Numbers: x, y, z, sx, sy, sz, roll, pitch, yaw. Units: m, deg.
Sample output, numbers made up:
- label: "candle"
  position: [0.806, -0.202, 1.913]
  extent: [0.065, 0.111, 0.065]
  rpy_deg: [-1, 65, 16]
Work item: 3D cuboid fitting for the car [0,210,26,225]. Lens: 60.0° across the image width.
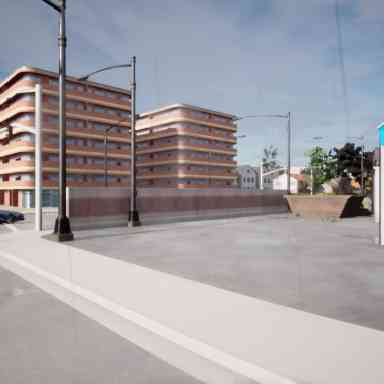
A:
- label: "car"
  position: [-14.222, 1.537, 22.290]
  extent: [5.357, 1.411, 2.033]
  rpy_deg: [1, 0, -45]
